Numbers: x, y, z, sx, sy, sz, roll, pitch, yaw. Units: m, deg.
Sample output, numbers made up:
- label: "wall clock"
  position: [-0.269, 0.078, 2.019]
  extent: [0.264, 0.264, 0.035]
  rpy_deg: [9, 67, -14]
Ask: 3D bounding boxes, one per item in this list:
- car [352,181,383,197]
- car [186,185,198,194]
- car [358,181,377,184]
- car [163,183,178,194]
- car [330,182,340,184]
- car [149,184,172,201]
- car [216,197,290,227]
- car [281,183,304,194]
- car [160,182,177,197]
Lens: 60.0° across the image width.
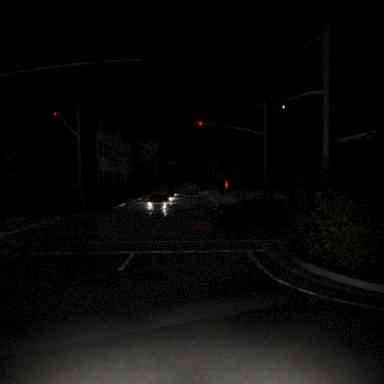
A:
- label: "car"
  position: [22.298, -0.453, 42.029]
  extent: [1.932, 1.855, 4.605]
  rpy_deg: [-1, 2, 0]
- label: "car"
  position: [-0.010, -0.399, 55.188]
  extent: [1.812, 1.442, 4.674]
  rpy_deg: [-1, 2, 0]
- label: "car"
  position: [19.045, -0.170, 34.152]
  extent: [1.905, 1.878, 3.866]
  rpy_deg: [-1, 2, 0]
- label: "car"
  position: [-3.672, -0.609, 57.534]
  extent: [2.097, 1.767, 4.553]
  rpy_deg: [-1, 2, 0]
- label: "car"
  position: [25.363, -1.019, 59.417]
  extent: [2.152, 1.636, 5.027]
  rpy_deg: [-1, 2, 0]
- label: "car"
  position: [-3.682, 0.185, 37.727]
  extent: [1.882, 1.535, 5.008]
  rpy_deg: [-1, 2, 0]
- label: "car"
  position: [3.932, 1.003, 17.297]
  extent: [5.357, 1.411, 2.033]
  rpy_deg: [0, 3, 0]
- label: "car"
  position: [15.317, -0.508, 52.014]
  extent: [2.007, 1.523, 4.514]
  rpy_deg: [-1, 2, 0]
- label: "car"
  position: [-3.695, -0.406, 47.644]
  extent: [2.150, 2.045, 5.566]
  rpy_deg: [-1, 2, 0]
